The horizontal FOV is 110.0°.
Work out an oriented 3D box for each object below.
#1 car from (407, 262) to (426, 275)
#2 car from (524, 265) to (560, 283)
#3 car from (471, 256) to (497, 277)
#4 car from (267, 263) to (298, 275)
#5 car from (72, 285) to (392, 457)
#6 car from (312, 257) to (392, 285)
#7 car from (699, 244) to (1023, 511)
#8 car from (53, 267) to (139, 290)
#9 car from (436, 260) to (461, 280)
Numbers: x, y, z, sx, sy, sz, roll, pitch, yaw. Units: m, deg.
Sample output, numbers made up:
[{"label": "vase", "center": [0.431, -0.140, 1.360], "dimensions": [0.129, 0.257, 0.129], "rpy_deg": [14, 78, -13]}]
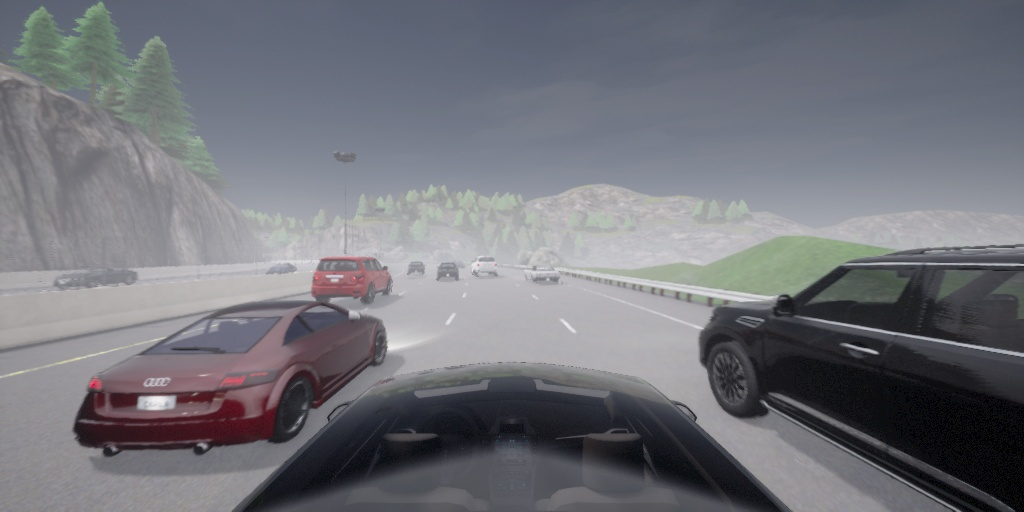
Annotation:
[{"label": "car", "center": [-11.348, 1.414, 42.699], "dimensions": [1.837, 1.490, 4.892], "rpy_deg": [1, 0, -14]}, {"label": "car", "center": [2.226, 1.370, 27.914], "dimensions": [1.895, 1.301, 4.718], "rpy_deg": [0, 0, -9]}, {"label": "car", "center": [-2.948, 1.047, 37.038], "dimensions": [2.150, 2.045, 5.566], "rpy_deg": [0, 0, -12]}, {"label": "car", "center": [-25.414, 1.552, 39.889], "dimensions": [1.812, 1.442, 4.674], "rpy_deg": [0, 0, -12]}, {"label": "car", "center": [-3.387, 1.349, 5.364], "dimensions": [1.994, 1.385, 4.181], "rpy_deg": [0, 0, -2]}, {"label": "car", "center": [-7.237, 1.056, 16.722], "dimensions": [2.150, 2.045, 5.566], "rpy_deg": [0, 0, -6]}, {"label": "car", "center": [3.784, 0.941, 2.747], "dimensions": [2.150, 2.045, 5.566], "rpy_deg": [0, 0, -1]}, {"label": "car", "center": [-29.930, 1.535, 26.024], "dimensions": [2.128, 1.511, 4.902], "rpy_deg": [0, 0, -9]}, {"label": "car", "center": [-5.878, 1.352, 32.878], "dimensions": [1.837, 1.490, 4.892], "rpy_deg": [1, 0, -10]}]
